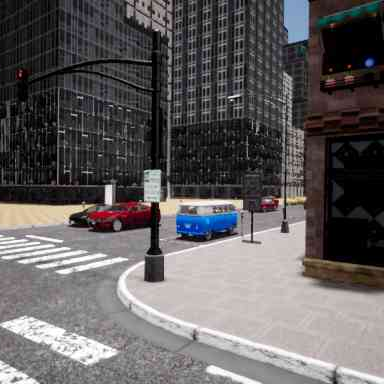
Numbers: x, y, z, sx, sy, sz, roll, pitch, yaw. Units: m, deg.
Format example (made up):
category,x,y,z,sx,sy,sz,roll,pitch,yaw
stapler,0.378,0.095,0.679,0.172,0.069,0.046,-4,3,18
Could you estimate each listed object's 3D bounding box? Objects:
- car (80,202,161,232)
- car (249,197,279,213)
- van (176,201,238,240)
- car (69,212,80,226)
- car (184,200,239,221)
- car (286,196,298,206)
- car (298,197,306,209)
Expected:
category,x,y,z,sx,sy,sz,roll,pitch,yaw
car,-3.958,1.420,20.195,1.882,1.535,5.008,1,1,34
car,7.791,1.506,36.648,1.895,1.301,4.718,1,1,36
van,0.878,1.369,17.006,1.690,1.788,3.998,1,1,36
car,-5.945,1.469,21.878,1.947,1.339,4.313,1,1,36
car,1.794,1.471,28.255,2.033,1.411,5.357,1,1,36
car,16.458,1.366,53.260,1.752,1.417,4.829,1,1,36
car,15.667,1.430,42.288,2.128,1.511,4.902,1,1,36
